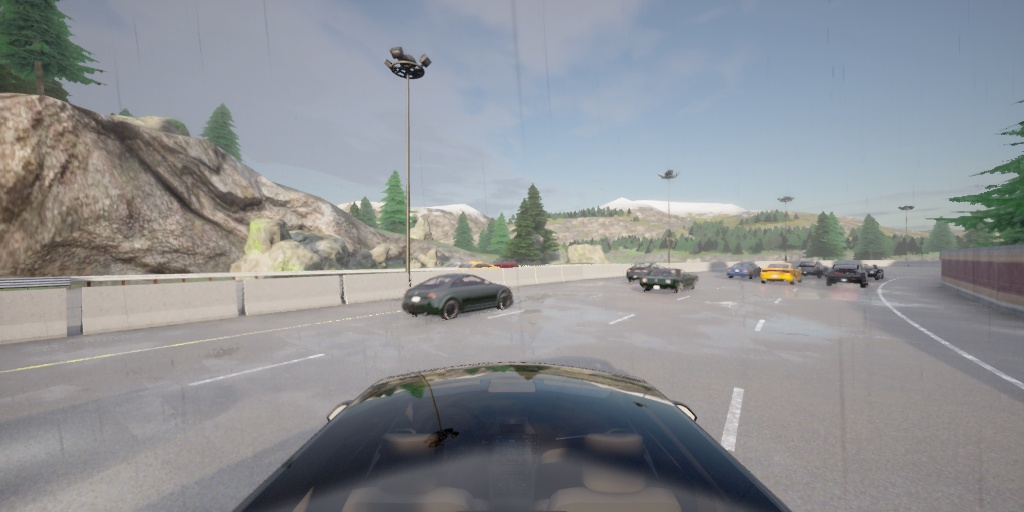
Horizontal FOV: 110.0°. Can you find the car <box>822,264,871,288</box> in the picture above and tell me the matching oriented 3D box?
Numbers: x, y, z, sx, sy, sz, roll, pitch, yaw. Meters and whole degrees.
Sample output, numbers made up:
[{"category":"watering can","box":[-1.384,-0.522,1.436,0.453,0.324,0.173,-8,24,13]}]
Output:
[{"category":"car","box":[22.506,1.255,24.034,4.892,1.490,1.837,0,0,-43]}]

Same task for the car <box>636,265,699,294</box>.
[{"category":"car","box":[9.093,1.351,20.492,1.895,1.301,4.718,0,0,42]}]

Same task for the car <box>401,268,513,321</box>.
[{"category":"car","box":[-1.788,1.314,12.746,1.994,1.385,4.181,0,0,37]}]

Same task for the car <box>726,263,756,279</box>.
[{"category":"car","box":[21.037,1.297,32.153,5.357,1.411,2.033,0,0,-41]}]

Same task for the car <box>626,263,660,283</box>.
[{"category":"car","box":[10.297,1.242,26.814,2.128,1.511,4.902,0,0,44]}]

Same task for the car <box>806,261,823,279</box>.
[{"category":"car","box":[27.764,1.242,33.153,4.902,1.511,2.128,0,0,-39]}]

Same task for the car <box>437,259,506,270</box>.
[{"category":"car","box":[-3.079,1.227,28.113,1.882,1.535,5.008,0,0,41]}]

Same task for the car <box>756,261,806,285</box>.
[{"category":"car","box":[19.807,1.228,26.298,5.008,1.535,1.882,0,0,-44]}]

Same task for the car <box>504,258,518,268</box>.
[{"category":"car","box":[-1.349,1.102,45.089,4.553,1.767,2.097,0,0,-43]}]

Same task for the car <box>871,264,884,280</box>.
[{"category":"car","box":[30.461,1.351,30.851,4.718,1.301,1.895,0,0,-39]}]
